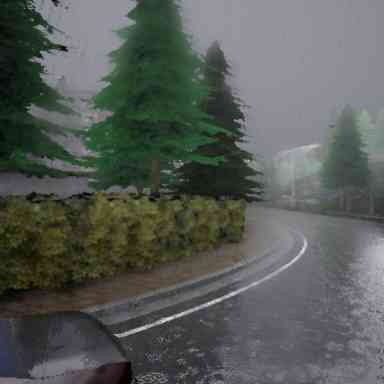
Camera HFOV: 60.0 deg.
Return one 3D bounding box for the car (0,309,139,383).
[{"bbox_3d":[-2.902,1.587,1.792,5.357,1.411,2.033,0,0,-35],"label":"car"}]
